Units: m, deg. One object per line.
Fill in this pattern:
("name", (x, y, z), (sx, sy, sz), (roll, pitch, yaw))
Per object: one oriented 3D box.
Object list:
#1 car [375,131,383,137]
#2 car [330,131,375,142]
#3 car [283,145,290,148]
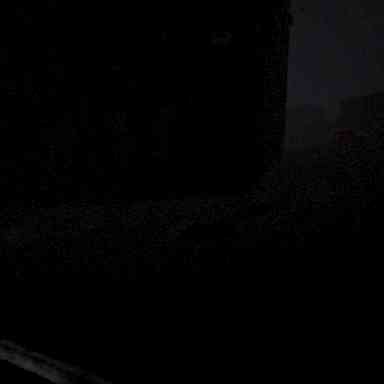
("car", (18.485, -5.058, 27.926), (2.185, 1.767, 4.553), (1, 2, -27))
("car", (15.946, -5.254, 32.824), (2.185, 1.767, 4.553), (1, 1, -27))
("car", (10.874, -5.509, 42.601), (2.231, 1.521, 4.892), (1, 1, -27))
